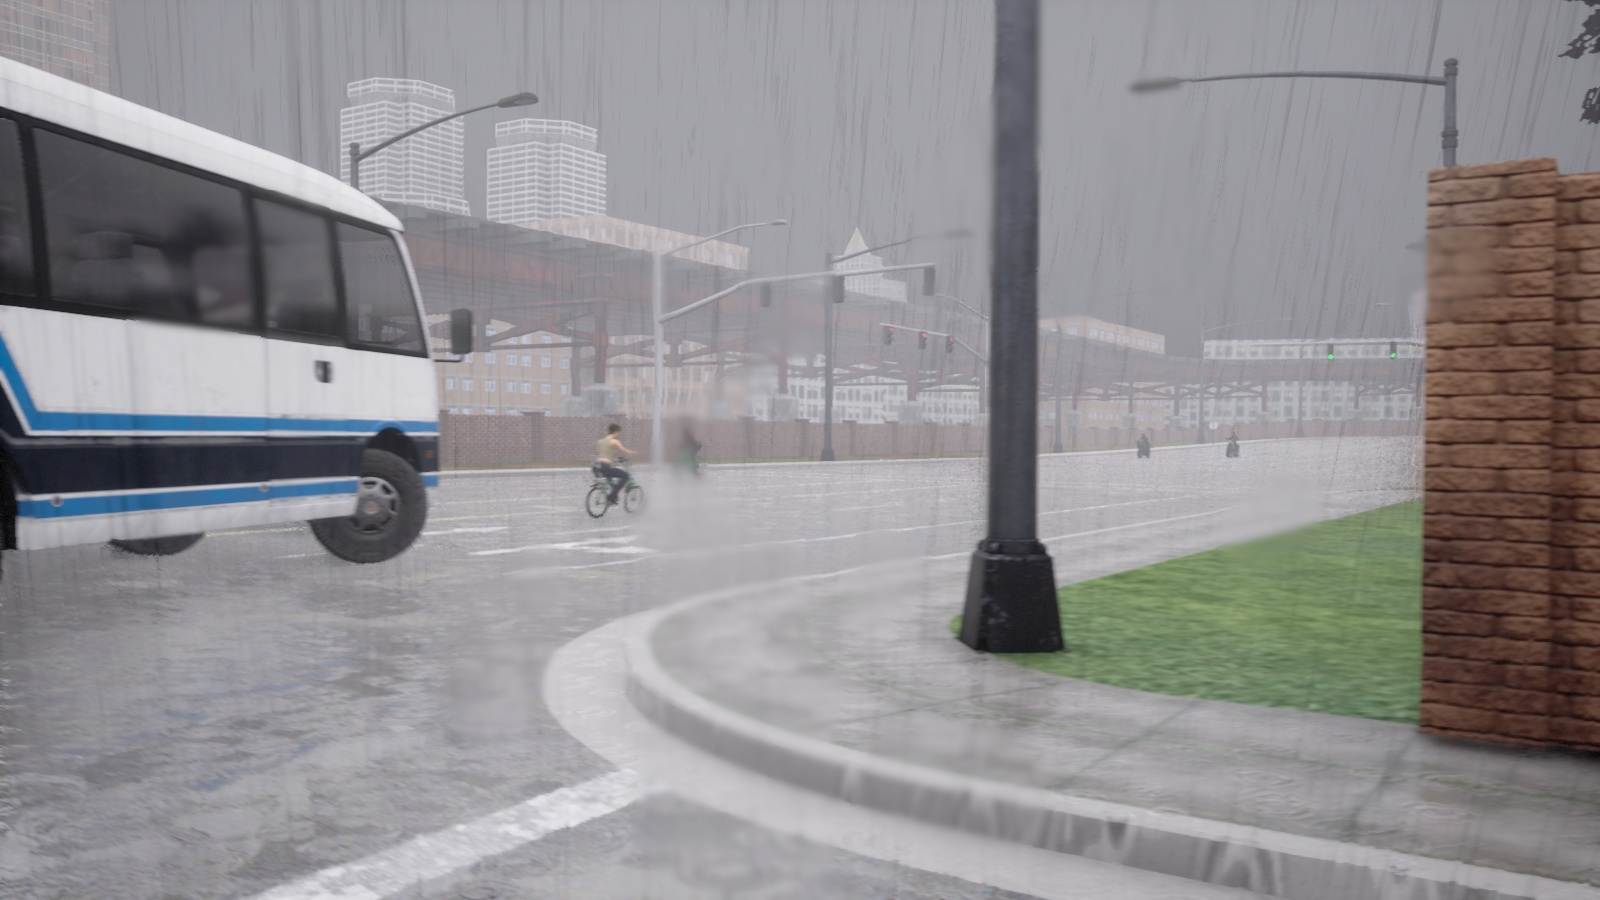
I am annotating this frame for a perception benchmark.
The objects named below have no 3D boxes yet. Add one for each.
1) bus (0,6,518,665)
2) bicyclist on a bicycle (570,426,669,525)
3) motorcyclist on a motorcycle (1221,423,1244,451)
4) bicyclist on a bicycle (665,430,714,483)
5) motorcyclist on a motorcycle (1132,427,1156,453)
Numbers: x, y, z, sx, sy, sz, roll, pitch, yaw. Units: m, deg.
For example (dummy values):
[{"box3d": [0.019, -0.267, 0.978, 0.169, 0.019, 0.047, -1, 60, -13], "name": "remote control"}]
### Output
[{"box3d": [-6.548, -0.734, 11.059, 3.944, 4.253, 10.273, -2, 0, 11], "name": "bus"}, {"box3d": [-3.074, 0.406, 21.465, 0.866, 1.612, 1.509, 0, 1, 34], "name": "bicyclist on a bicycle"}, {"box3d": [26.992, -0.822, 78.298, 0.766, 1.649, 2.350, 0, 2, 34], "name": "motorcyclist on a motorcycle"}, {"box3d": [-3.469, 0.181, 39.606, 0.582, 1.620, 1.656, 0, 1, 34], "name": "bicyclist on a bicycle"}, {"box3d": [20.582, -0.611, 75.081, 0.797, 1.523, 2.044, 0, 1, 34], "name": "motorcyclist on a motorcycle"}]
